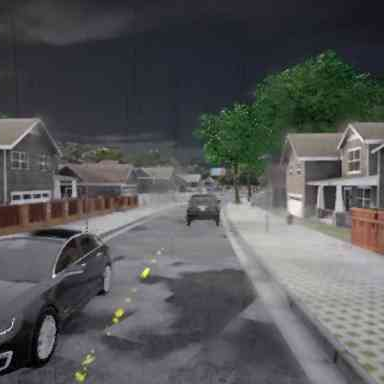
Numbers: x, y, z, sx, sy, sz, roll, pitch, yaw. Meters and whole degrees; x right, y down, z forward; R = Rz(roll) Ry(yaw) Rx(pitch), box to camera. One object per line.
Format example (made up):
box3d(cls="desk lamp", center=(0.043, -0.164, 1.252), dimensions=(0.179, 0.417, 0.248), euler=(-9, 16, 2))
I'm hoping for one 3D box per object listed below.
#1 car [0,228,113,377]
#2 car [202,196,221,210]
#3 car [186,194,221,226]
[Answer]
box3d(cls="car", center=(-2.752, 1.475, 5.806), dimensions=(1.837, 1.490, 4.892), euler=(0, 0, 1))
box3d(cls="car", center=(2.510, 1.342, 42.416), dimensions=(2.128, 1.511, 4.902), euler=(0, 0, 6))
box3d(cls="car", center=(0.826, 1.122, 22.904), dimensions=(2.150, 2.045, 5.566), euler=(0, 0, 3))
